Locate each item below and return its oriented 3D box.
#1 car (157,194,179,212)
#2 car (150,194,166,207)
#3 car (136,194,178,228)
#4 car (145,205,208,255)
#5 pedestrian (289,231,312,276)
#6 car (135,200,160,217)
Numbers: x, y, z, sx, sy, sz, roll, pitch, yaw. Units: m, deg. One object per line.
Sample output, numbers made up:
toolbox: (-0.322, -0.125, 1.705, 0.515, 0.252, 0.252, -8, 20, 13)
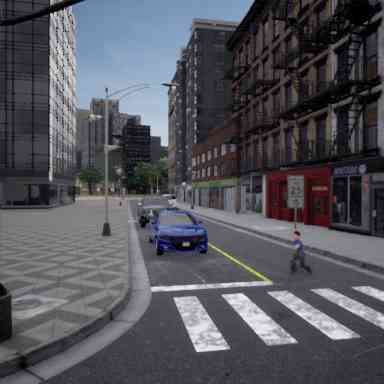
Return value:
car: (-3.193, 1.362, 43.083, 2.150, 2.045, 5.566, 0, 0, -11)
car: (-5.724, 1.355, 55.965, 2.150, 2.045, 5.566, 0, 0, -11)
car: (-2.620, 1.310, 23.559, 2.150, 2.045, 5.566, 0, 0, -11)
car: (-0.720, 1.533, 13.834, 1.882, 1.535, 5.008, 0, 0, -12)
pedestrian: (2.936, 1.612, 9.054, 0.375, 1.300, 0.375, 0, 0, -11)
car: (-4.581, 1.606, 33.596, 2.128, 1.511, 4.902, 0, 0, -11)
